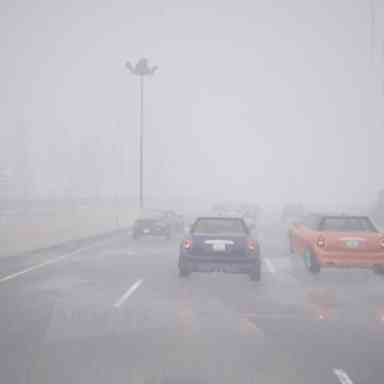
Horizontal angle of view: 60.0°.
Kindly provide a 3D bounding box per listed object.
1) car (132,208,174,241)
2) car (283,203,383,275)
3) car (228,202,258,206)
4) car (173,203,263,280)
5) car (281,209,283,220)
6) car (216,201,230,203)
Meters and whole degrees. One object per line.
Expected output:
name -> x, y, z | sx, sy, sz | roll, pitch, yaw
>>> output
car -> -1.607, 1.562, 16.966 | 1.812, 1.442, 4.674 | 0, 0, 10
car -> 4.503, 1.402, 10.888 | 2.097, 1.767, 4.553 | 0, 0, 7
car -> 4.782, 1.642, 27.979 | 2.033, 1.411, 5.357 | 0, 0, 18
car -> 0.906, 1.383, 10.299 | 2.097, 1.767, 4.553 | 0, 0, 7
car -> 9.009, 1.666, 29.510 | 2.033, 1.411, 5.357 | 0, 0, 20
car -> 3.276, 1.628, 33.928 | 1.812, 1.442, 4.674 | 0, 0, 21
